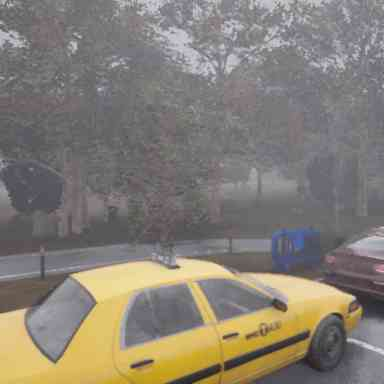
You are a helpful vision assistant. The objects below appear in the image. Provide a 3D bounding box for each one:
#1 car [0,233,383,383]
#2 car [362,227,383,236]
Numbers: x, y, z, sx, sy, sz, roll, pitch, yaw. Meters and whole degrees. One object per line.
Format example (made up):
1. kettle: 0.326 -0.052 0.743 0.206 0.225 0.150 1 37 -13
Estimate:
1. car: -0.073 1.476 3.995 5.366 1.575 1.946 -1 0 -33
2. car: 4.918 1.510 7.566 4.674 1.452 2.002 0 0 -33
